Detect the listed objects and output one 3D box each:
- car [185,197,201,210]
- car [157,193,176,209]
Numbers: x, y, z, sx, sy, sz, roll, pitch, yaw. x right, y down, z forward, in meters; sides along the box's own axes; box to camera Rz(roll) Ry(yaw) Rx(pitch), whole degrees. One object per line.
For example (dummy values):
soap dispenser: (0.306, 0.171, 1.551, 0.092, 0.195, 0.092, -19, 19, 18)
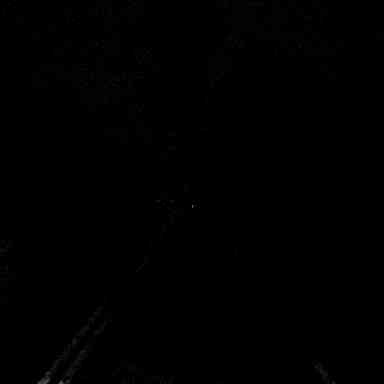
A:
car: (0.084, 1.436, 41.315, 1.837, 1.490, 4.892, 0, 0, 0)
car: (-3.351, 1.151, 43.983, 2.150, 2.045, 5.566, 0, 0, 0)
